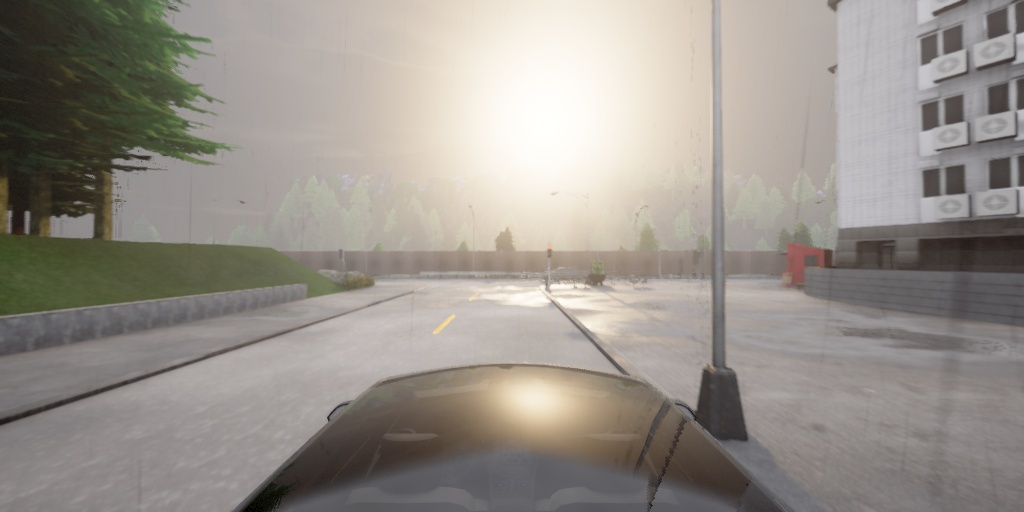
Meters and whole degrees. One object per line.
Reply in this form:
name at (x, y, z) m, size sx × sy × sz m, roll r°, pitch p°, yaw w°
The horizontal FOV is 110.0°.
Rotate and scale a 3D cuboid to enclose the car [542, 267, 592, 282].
car at (5.542, 1.749, 33.994) m, size 5.357 × 1.411 × 2.033 m, roll 0°, pitch -1°, yaw 0°
